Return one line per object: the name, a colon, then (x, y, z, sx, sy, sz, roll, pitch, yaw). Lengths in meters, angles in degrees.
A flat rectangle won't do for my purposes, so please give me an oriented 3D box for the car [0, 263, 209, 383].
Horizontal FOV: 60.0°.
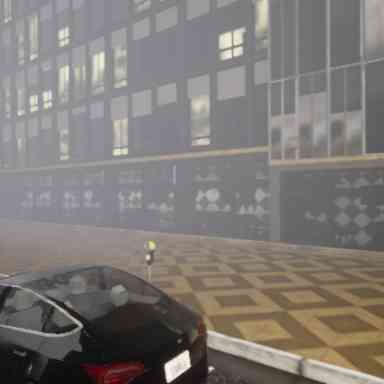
car: (-1.817, 1.600, 4.169, 4.313, 1.339, 1.947, -1, 0, 36)
